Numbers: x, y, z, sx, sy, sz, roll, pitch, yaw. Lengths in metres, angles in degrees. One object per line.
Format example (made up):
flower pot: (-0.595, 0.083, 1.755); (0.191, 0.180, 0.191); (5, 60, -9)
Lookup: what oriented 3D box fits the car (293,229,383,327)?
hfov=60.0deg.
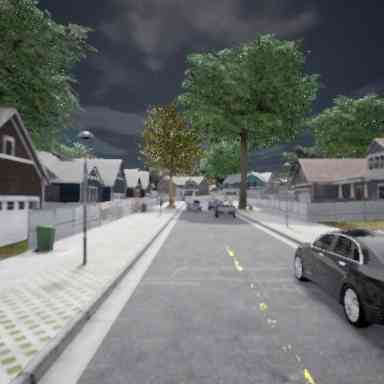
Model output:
car: (3.609, 1.538, 7.033); (1.837, 1.490, 4.892); (0, 0, 0)

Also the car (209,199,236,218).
car: (2.997, 1.570, 31.388); (2.128, 1.511, 4.902); (0, 0, 1)

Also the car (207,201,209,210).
car: (3.046, 1.636, 44.399); (1.812, 1.442, 4.674); (0, 0, 1)

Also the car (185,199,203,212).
car: (0.247, 1.607, 39.344); (1.812, 1.442, 4.674); (0, 0, 0)
